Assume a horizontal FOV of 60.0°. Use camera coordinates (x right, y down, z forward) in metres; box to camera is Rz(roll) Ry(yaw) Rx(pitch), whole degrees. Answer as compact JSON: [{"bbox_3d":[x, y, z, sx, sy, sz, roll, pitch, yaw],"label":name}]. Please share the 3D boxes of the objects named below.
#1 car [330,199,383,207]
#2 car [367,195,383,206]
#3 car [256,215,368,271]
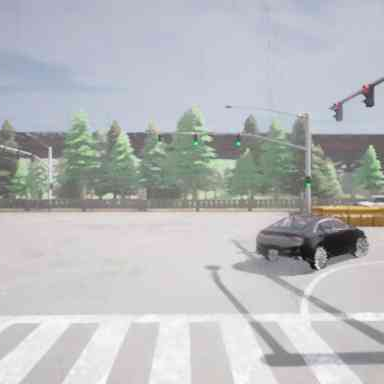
[{"bbox_3d":[12.353,1.582,27.138,4.902,1.511,2.128,0,0,-2],"label":"car"},{"bbox_3d":[17.426,1.326,30.827,5.566,2.045,2.150,0,0,-2],"label":"car"},{"bbox_3d":[4.171,1.529,11.210,4.902,1.511,2.128,0,-1,-41],"label":"car"}]
